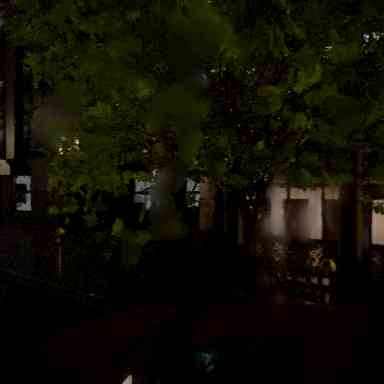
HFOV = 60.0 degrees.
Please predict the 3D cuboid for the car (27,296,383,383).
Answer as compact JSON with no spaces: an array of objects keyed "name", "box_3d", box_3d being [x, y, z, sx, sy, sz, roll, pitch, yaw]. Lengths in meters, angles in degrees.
[{"name":"car","box_3d":[0.531,1.539,2.491,4.507,1.381,1.887,0,1,36]}]
